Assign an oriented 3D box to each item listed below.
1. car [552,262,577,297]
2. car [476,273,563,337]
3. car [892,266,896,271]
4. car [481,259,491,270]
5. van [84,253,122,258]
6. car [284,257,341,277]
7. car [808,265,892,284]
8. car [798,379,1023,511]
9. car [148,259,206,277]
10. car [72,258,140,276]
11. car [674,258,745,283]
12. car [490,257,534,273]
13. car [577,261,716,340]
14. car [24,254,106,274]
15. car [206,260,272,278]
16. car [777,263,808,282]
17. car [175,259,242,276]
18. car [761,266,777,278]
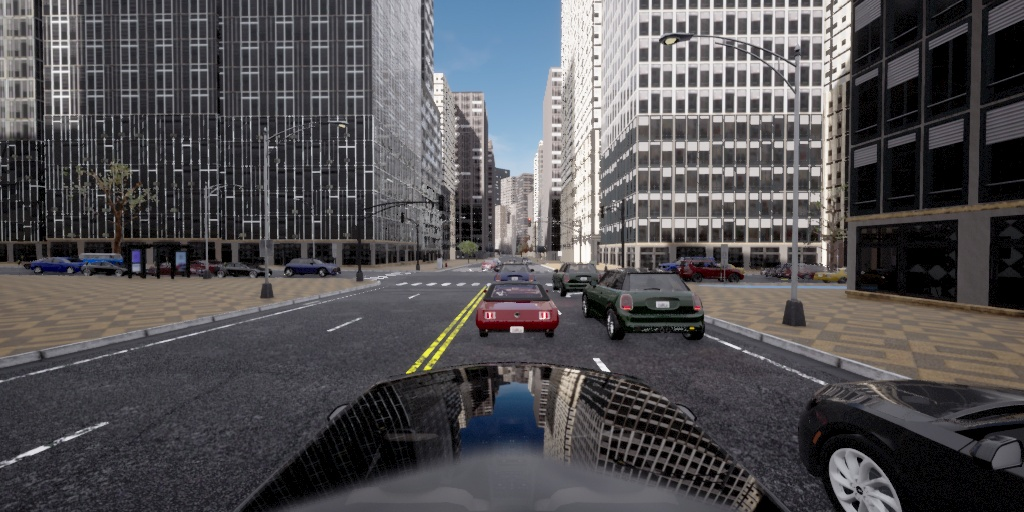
[{"bbox_3d":[3.381,1.093,19.028,2.097,1.767,4.553,0,0,0],"label":"car"},{"bbox_3d":[0.113,1.347,10.187,1.895,1.301,4.718,0,0,0],"label":"car"},{"bbox_3d":[33.163,1.684,29.358,4.207,1.307,1.802,0,0,1],"label":"car"},{"bbox_3d":[-3.238,1.241,50.655,1.812,1.442,4.674,0,0,0],"label":"car"},{"bbox_3d":[-45.217,0.605,39.294,3.998,1.789,1.690,0,0,1],"label":"van"},{"bbox_3d":[-18.176,0.957,32.854,4.553,1.767,2.097,1,1,2],"label":"car"},{"bbox_3d":[27.693,1.579,29.462,4.829,1.417,1.751,0,0,1],"label":"car"},{"bbox_3d":[3.342,1.255,1.036,1.837,1.490,4.892,0,0,0],"label":"car"},{"bbox_3d":[-28.362,1.138,30.428,4.207,1.307,1.802,0,0,1],"label":"car"},{"bbox_3d":[-34.043,1.069,30.612,4.313,1.339,1.948,0,0,1],"label":"car"},{"bbox_3d":[16.245,1.269,29.681,5.009,1.841,2.192,0,0,1],"label":"car"},{"bbox_3d":[0.132,1.092,19.180,2.097,1.767,4.553,0,0,0],"label":"car"},{"bbox_3d":[3.357,1.098,10.091,2.097,1.767,4.553,0,0,0],"label":"car"},{"bbox_3d":[-41.563,0.870,33.423,5.008,1.535,1.882,1,1,2],"label":"car"},{"bbox_3d":[-22.679,1.174,30.284,4.313,1.339,1.948,0,0,1],"label":"car"},{"bbox_3d":[26.977,1.532,32.054,4.674,1.442,1.812,0,1,1],"label":"car"},{"bbox_3d":[-27.957,1.042,33.111,4.674,1.442,1.812,1,1,1],"label":"car"},{"bbox_3d":[27.224,1.449,35.244,4.902,1.511,2.128,1,1,1],"label":"car"}]
